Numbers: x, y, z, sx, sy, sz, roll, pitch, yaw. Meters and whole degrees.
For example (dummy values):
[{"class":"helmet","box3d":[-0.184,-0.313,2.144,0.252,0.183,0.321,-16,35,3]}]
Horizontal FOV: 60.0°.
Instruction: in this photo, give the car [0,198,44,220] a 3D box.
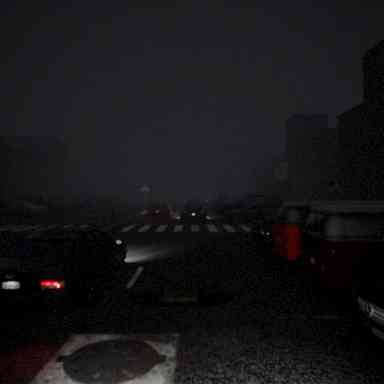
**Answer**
[{"class":"car","box3d":[-15.505,1.527,27.859,4.792,1.488,2.163,0,0,0]}]

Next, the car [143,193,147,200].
[{"class":"car","box3d":[-15.567,1.248,88.525,5.566,2.045,2.435,0,0,0]}]

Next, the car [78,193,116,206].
[{"class":"car","box3d":[-15.527,1.187,52.677,5.566,2.045,2.435,0,0,0]}]

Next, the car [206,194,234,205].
[{"class":"car","box3d":[4.805,1.311,57.403,4.553,1.767,2.185,0,0,0]}]

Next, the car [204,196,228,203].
[{"class":"car","box3d":[4.836,1.476,68.609,4.792,1.488,2.163,0,0,0]}]

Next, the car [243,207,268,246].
[{"class":"car","box3d":[4.703,1.479,12.906,4.892,1.521,2.231,0,0,0]}]

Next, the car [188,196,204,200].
[{"class":"car","box3d":[0.120,1.531,42.756,1.994,1.385,4.181,0,0,0]}]

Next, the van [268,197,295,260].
[{"class":"van","box3d":[4.826,1.253,10.127,4.442,1.987,1.878,0,0,0]}]

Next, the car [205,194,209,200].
[{"class":"car","box3d":[4.719,1.469,49.030,4.792,1.488,2.163,0,0,0]}]

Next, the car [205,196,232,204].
[{"class":"car","box3d":[4.779,1.478,60.273,4.674,1.452,2.002,0,0,0]}]

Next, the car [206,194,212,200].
[{"class":"car","box3d":[4.916,1.442,43.472,5.366,1.575,1.946,0,0,0]}]

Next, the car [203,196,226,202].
[{"class":"car","box3d":[4.812,1.491,71.388,4.674,1.452,2.002,0,0,0]}]

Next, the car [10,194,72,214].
[{"class":"car","box3d":[-15.511,1.233,33.375,5.566,2.045,2.435,0,0,0]}]

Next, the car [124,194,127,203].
[{"class":"car","box3d":[-15.750,1.431,63.704,5.366,1.575,1.946,0,0,0]}]

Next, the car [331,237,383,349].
[{"class":"car","box3d":[4.712,1.520,4.568,4.674,1.452,2.002,0,0,0]}]

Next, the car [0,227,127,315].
[{"class":"car","box3d":[-2.900,1.549,7.848,2.033,1.411,5.357,0,0,0]}]

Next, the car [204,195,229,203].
[{"class":"car","box3d":[4.805,1.444,65.829,4.892,1.521,2.231,0,0,0]}]

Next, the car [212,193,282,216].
[{"class":"car","box3d":[4.680,1.216,26.804,5.566,2.045,2.435,0,0,0]}]

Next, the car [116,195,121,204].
[{"class":"car","box3d":[-15.746,1.431,58.189,5.366,1.575,1.946,0,0,0]}]

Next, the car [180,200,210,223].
[{"class":"car","box3d":[0.099,1.552,25.672,1.994,1.385,4.181,0,0,0]}]

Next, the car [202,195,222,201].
[{"class":"car","box3d":[4.842,1.480,82.504,4.892,1.521,2.231,0,0,0]}]

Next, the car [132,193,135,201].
[{"class":"car","box3d":[-15.527,1.474,71.980,4.792,1.488,2.163,0,0,0]}]

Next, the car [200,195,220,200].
[{"class":"car","box3d":[5.067,1.518,93.494,5.366,1.575,1.946,0,0,0]}]

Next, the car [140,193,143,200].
[{"class":"car","box3d":[-15.539,1.476,83.010,5.008,1.535,2.097,0,0,0]}]

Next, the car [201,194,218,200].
[{"class":"car","box3d":[4.846,1.384,90.834,4.553,1.767,2.185,0,0,0]}]

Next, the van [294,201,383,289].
[{"class":"van","box3d":[4.826,1.254,7.347,4.442,1.987,1.878,0,0,0]}]

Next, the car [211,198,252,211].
[{"class":"car","box3d":[4.751,1.479,40.694,4.792,1.488,2.163,0,0,0]}]

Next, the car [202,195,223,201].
[{"class":"car","box3d":[4.869,1.500,79.725,4.792,1.488,2.163,0,0,0]}]

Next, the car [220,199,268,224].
[{"class":"car","box3d":[4.679,1.500,24.024,4.792,1.488,2.163,0,0,0]}]

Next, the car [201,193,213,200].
[{"class":"car","box3d":[4.793,1.185,54.590,5.566,2.045,2.435,0,0,0]}]

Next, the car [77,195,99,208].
[{"class":"car","box3d":[-15.543,1.454,44.405,5.008,1.535,2.097,0,0,0]}]

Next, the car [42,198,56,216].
[{"class":"car","box3d":[-15.539,1.532,30.617,4.674,1.452,2.002,0,0,0]}]

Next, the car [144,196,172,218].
[{"class":"car","box3d":[-2.902,1.461,30.465,1.882,1.535,5.008,0,0,0]}]

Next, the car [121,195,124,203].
[{"class":"car","box3d":[-15.592,1.464,60.948,4.792,1.488,2.163,0,0,0]}]

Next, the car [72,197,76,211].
[{"class":"car","box3d":[-15.510,1.352,36.132,4.553,1.767,2.185,0,0,0]}]

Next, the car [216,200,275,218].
[{"class":"car","box3d":[4.701,1.465,29.584,4.892,1.521,2.231,0,0,0]}]

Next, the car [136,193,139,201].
[{"class":"car","box3d":[-15.580,1.487,77.496,4.792,1.488,2.163,0,0,0]}]

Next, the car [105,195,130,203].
[{"class":"car","box3d":[-15.530,1.470,69.225,4.792,1.488,2.163,0,0,0]}]

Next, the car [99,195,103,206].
[{"class":"car","box3d":[-15.553,1.488,47.163,4.674,1.452,2.002,0,0,0]}]

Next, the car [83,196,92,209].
[{"class":"car","box3d":[-15.544,1.502,41.649,4.674,1.452,2.002,0,0,0]}]

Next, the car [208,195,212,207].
[{"class":"car","box3d":[4.720,1.453,38.039,5.008,1.535,2.097,0,0,0]}]

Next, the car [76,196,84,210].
[{"class":"car","box3d":[-15.541,1.510,38.760,4.674,1.452,2.002,0,0,0]}]

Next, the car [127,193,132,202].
[{"class":"car","box3d":[-15.377,1.434,66.467,5.366,1.575,1.946,0,0,0]}]
